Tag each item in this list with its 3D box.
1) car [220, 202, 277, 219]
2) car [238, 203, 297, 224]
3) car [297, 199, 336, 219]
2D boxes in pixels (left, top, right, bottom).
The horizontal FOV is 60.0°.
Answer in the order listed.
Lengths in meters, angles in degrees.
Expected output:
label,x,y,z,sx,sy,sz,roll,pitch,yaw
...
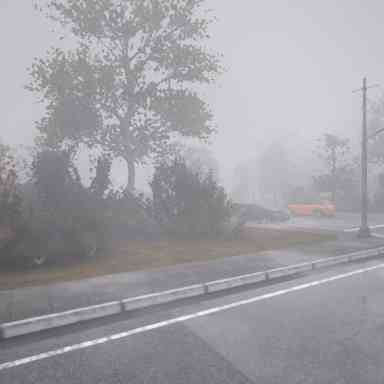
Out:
label,x,y,z,sx,sy,sz,roll,pitch,yaw
car,5.274,1.717,31.807,2.033,1.411,5.357,0,-1,-41
car,5.387,1.612,26.162,1.837,1.490,4.892,0,-1,-39
car,10.790,1.462,30.914,2.097,1.767,4.553,0,-1,-39
